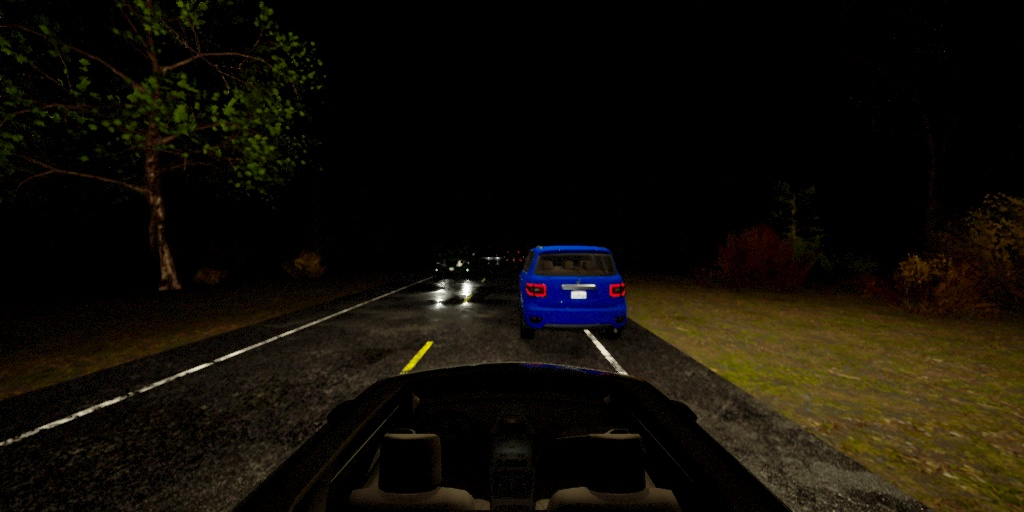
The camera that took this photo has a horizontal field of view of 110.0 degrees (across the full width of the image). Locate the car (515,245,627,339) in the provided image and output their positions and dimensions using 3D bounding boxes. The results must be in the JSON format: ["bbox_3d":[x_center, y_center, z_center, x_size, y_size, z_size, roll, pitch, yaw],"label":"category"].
[{"bbox_3d":[1.262,0.744,9.400,2.150,2.045,5.566,0,2,0],"label":"car"}]

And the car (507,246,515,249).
[{"bbox_3d":[0.242,-0.435,51.351,2.150,2.045,5.566,0,1,1],"label":"car"}]

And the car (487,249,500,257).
[{"bbox_3d":[-3.279,-0.517,64.852,1.837,1.490,4.892,0,2,1],"label":"car"}]

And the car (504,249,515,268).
[{"bbox_3d":[0.199,0.331,35.024,2.033,1.411,5.357,0,2,1],"label":"car"}]

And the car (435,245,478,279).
[{"bbox_3d":[-3.504,0.323,23.569,2.150,2.045,5.566,0,2,0],"label":"car"}]
